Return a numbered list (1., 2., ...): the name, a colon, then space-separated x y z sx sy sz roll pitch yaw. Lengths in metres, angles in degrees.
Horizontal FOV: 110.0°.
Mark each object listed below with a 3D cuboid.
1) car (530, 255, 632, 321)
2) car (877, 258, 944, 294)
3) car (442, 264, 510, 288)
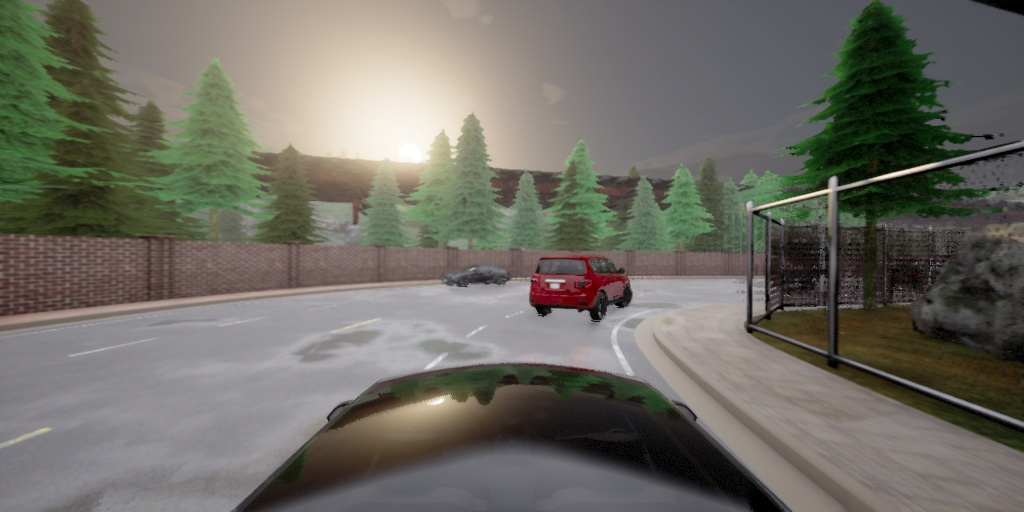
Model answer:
1. car: 2.639 0.987 12.887 2.150 2.045 5.566 -1 -1 31
2. car: 24.691 1.182 21.803 5.566 2.045 2.150 1 0 -15
3. car: -2.230 1.239 23.166 4.674 1.442 1.812 0 0 -38
